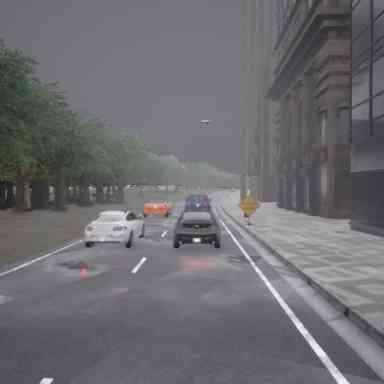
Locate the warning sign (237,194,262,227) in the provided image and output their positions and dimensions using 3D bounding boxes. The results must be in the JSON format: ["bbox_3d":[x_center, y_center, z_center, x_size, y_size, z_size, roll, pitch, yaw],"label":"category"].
[{"bbox_3d":[3.382,1.076,19.664,1.300,1.860,1.060,0,0,1],"label":"warning sign"}]

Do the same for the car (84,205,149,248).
[{"bbox_3d":[-3.272,1.509,14.582,1.812,1.442,4.674,0,0,1],"label":"car"}]

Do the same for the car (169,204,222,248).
[{"bbox_3d":[0.228,1.493,14.513,1.837,1.490,4.892,0,0,1],"label":"car"}]

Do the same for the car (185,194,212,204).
[{"bbox_3d":[0.539,1.179,29.495,2.150,2.045,5.566,0,0,2],"label":"car"}]

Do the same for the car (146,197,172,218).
[{"bbox_3d":[-2.961,1.287,29.533,2.097,1.767,4.553,0,0,2],"label":"car"}]
